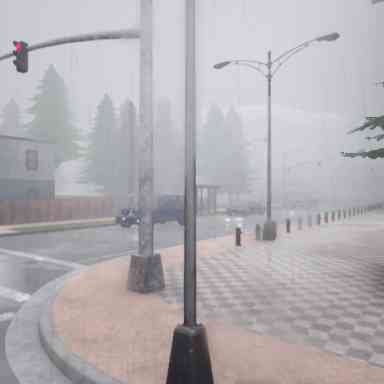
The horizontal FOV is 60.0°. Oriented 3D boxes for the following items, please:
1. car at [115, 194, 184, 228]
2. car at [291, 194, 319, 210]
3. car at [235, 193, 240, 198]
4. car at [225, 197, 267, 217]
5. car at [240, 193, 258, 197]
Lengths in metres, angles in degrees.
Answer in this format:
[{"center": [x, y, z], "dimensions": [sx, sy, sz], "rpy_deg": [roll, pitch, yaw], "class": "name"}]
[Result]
[{"center": [-2.227, 1.184, 21.164], "dimensions": [2.150, 2.045, 5.566], "rpy_deg": [0, 0, 37], "class": "car"}, {"center": [14.798, 1.238, 43.419], "dimensions": [2.150, 2.045, 5.566], "rpy_deg": [0, 0, 37], "class": "car"}, {"center": [11.374, 1.086, 78.638], "dimensions": [1.905, 1.878, 3.866], "rpy_deg": [0, 0, 36], "class": "car"}, {"center": [5.125, 1.509, 30.838], "dimensions": [2.033, 1.411, 5.357], "rpy_deg": [0, 0, 37], "class": "car"}, {"center": [13.639, 1.088, 77.479], "dimensions": [1.932, 1.855, 4.605], "rpy_deg": [0, 0, 36], "class": "car"}]
